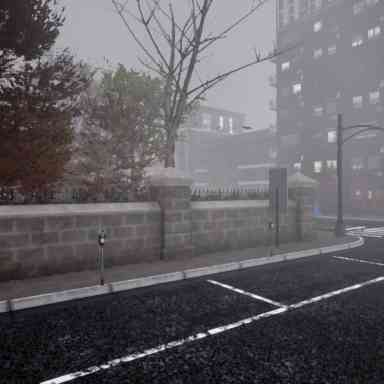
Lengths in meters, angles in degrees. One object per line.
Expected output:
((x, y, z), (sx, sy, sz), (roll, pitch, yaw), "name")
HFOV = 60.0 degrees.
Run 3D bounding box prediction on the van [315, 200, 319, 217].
((10.421, 1.646, 32.627), (1.690, 1.788, 3.998), (-1, 0, -36), "van")
